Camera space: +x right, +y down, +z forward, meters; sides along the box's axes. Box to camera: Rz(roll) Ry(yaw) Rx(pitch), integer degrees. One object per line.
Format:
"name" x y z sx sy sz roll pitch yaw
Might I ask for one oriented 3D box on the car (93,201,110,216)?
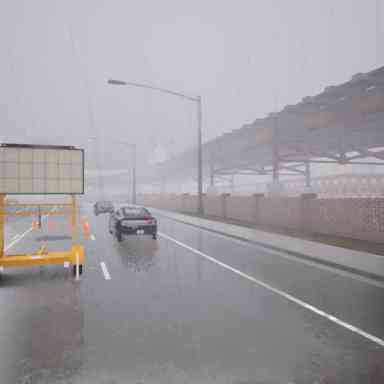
"car" -8.832 1.565 33.262 2.033 1.411 5.357 0 0 -19

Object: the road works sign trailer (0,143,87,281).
"road works sign trailer" -4.321 0.470 9.454 2.380 3.560 2.880 0 0 -19

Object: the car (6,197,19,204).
"car" -37.090 1.808 68.620 2.033 1.411 5.357 0 -2 -35

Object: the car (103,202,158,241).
"car" -3.047 1.500 16.720 2.128 1.511 4.902 0 0 -19
